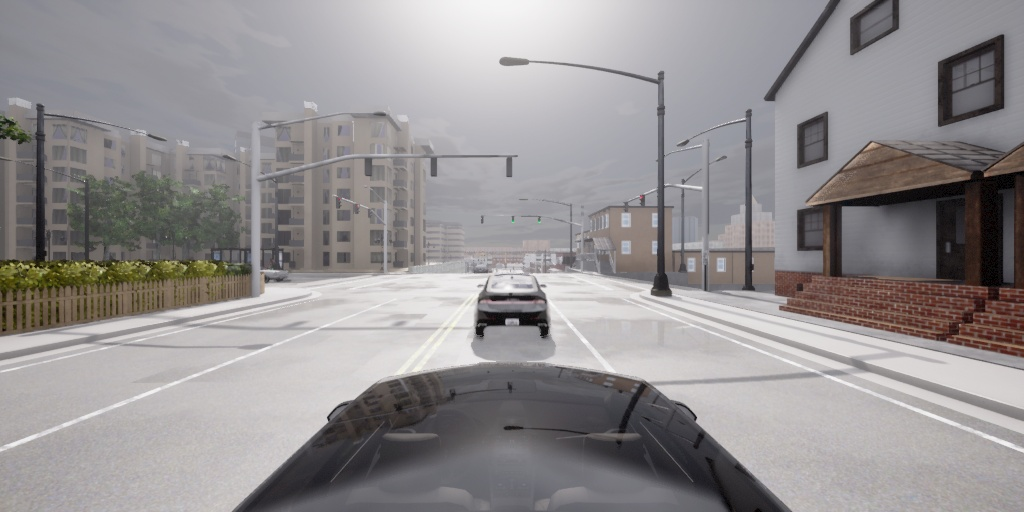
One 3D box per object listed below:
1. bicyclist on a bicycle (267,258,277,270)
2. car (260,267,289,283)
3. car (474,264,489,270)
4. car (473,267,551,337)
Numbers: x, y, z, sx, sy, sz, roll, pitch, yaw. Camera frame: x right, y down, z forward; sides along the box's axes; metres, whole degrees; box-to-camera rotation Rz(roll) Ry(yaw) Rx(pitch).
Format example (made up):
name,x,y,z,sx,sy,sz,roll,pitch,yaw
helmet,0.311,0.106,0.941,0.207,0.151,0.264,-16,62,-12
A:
name,x,y,z,sx,sy,sz,roll,pitch,yaw
bicyclist on a bicycle,-25.606,1.053,38.210,0.582,1.620,1.656,0,0,0
car,-19.687,1.351,27.194,4.718,1.301,1.895,0,0,0
car,-3.982,1.774,47.305,1.812,1.442,4.674,0,-4,0
car,0.001,1.242,10.349,2.128,1.511,4.902,0,0,0
